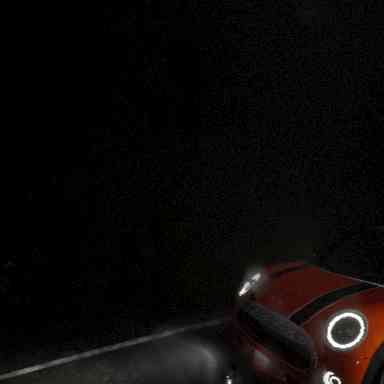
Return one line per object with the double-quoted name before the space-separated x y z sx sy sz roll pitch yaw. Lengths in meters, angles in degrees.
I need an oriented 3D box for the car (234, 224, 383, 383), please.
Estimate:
"car" 2.843 1.278 4.643 4.553 1.767 2.097 0 2 -24
